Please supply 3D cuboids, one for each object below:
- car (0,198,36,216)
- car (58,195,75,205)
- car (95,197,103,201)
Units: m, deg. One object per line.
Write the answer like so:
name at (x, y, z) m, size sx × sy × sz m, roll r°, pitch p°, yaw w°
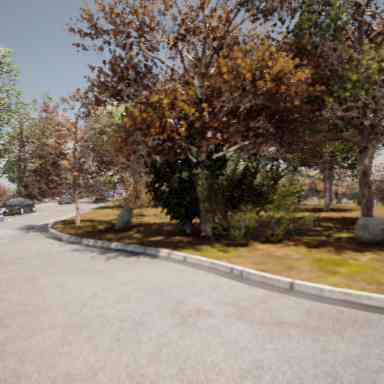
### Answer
car at (-16.714, 1.399, 32.108) m, size 1.837 × 1.490 × 4.892 m, roll -1°, pitch 1°, yaw -6°
car at (-18.615, 1.101, 50.184) m, size 2.033 × 1.411 × 5.357 m, roll -1°, pitch 1°, yaw -6°
car at (-15.965, 0.900, 58.893) m, size 2.033 × 1.411 × 5.357 m, roll -1°, pitch 1°, yaw -6°
